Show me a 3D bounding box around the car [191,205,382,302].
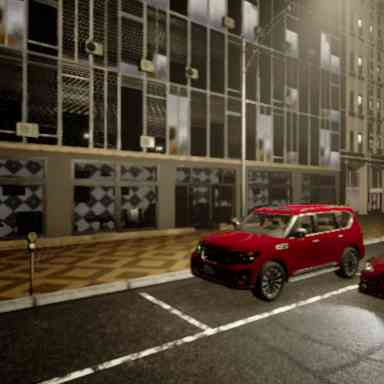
[{"bbox_3d":[2.387,1.291,8.417,5.009,1.841,2.192,0,1,-35],"label":"car"}]

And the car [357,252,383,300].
[{"bbox_3d":[5.398,1.534,7.087,4.181,1.385,1.994,0,0,-35],"label":"car"}]
